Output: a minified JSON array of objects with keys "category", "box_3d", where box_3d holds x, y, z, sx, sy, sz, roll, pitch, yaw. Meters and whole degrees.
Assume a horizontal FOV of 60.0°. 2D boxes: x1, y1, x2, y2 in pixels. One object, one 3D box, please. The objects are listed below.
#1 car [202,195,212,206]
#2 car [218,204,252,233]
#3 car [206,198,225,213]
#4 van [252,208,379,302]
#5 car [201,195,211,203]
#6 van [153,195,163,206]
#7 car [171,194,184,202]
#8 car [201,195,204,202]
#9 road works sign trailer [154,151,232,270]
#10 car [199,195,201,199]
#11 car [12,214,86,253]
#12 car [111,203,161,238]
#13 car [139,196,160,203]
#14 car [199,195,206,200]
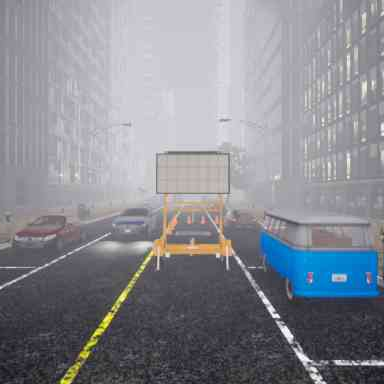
[{"category":"car","box_3d":[2.832,1.544,47.801,2.008,1.369,4.403,0,0,0]},{"category":"car","box_3d":[2.746,1.581,19.338,1.802,1.307,4.206,0,0,0]},{"category":"car","box_3d":[2.798,1.581,36.416,1.802,1.307,4.206,0,0,0]},{"category":"van","box_3d":[2.712,1.341,7.955,1.690,1.788,3.998,0,0,0]},{"category":"car","box_3d":[2.901,1.401,70.570,1.967,1.590,4.097,0,0,0]},{"category":"van","box_3d":[-5.531,1.328,53.522,1.690,1.788,3.998,0,0,0]},{"category":"car","box_3d":[-2.808,1.191,64.959,2.150,2.045,5.566,0,0,0]},{"category":"car","box_3d":[2.849,1.538,53.493,2.008,1.369,4.403,0,0,0]},{"category":"road works sign trailer","box_3d":[0.031,0.464,10.982,2.380,3.560,2.880,0,0,0]},{"category":"car","box_3d":[2.884,1.410,64.878,1.967,1.590,4.097,0,0,0]},{"category":"car","box_3d":[-5.652,1.582,13.674,1.802,1.307,4.206,0,0,0]},{"category":"car","box_3d":[-2.950,1.525,17.649,1.812,1.442,4.674,0,0,0]},{"category":"car","box_3d":[-5.566,1.548,42.137,2.008,1.369,4.403,0,0,0]},{"category":"car","box_3d":[2.970,1.463,93.341,1.887,1.381,4.507,0,0,0]}]
